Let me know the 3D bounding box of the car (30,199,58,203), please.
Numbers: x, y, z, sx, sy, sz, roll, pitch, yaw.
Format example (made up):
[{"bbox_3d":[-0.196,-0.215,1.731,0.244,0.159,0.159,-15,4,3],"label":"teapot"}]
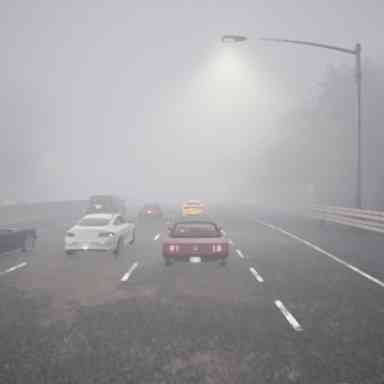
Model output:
[{"bbox_3d":[-17.581,1.560,40.866,1.812,1.442,4.674,0,0,0],"label":"car"}]

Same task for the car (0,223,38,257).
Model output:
[{"bbox_3d":[-6.899,1.604,10.754,1.895,1.301,4.718,0,0,0],"label":"car"}]

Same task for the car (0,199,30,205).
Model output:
[{"bbox_3d":[-21.080,1.559,40.537,1.812,1.442,4.674,0,0,0],"label":"car"}]

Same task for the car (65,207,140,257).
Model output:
[{"bbox_3d":[-3.399,1.530,12.912,1.812,1.442,4.674,0,0,0],"label":"car"}]

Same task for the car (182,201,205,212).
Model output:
[{"bbox_3d":[0.104,1.496,29.630,1.882,1.535,5.008,0,0,0],"label":"car"}]

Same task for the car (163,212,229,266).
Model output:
[{"bbox_3d":[0.102,1.604,11.521,1.895,1.301,4.718,0,0,0],"label":"car"}]

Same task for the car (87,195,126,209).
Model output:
[{"bbox_3d":[-6.901,1.238,27.201,2.150,2.045,5.566,0,0,0],"label":"car"}]

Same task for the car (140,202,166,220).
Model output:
[{"bbox_3d":[-3.397,1.582,28.697,1.994,1.385,4.181,0,0,0],"label":"car"}]
